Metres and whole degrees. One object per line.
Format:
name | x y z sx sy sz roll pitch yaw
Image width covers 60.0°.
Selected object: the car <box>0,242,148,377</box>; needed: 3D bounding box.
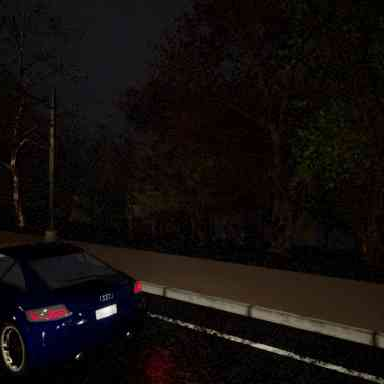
car | -2.747 1.563 5.628 4.181 1.385 1.994 0 0 37
